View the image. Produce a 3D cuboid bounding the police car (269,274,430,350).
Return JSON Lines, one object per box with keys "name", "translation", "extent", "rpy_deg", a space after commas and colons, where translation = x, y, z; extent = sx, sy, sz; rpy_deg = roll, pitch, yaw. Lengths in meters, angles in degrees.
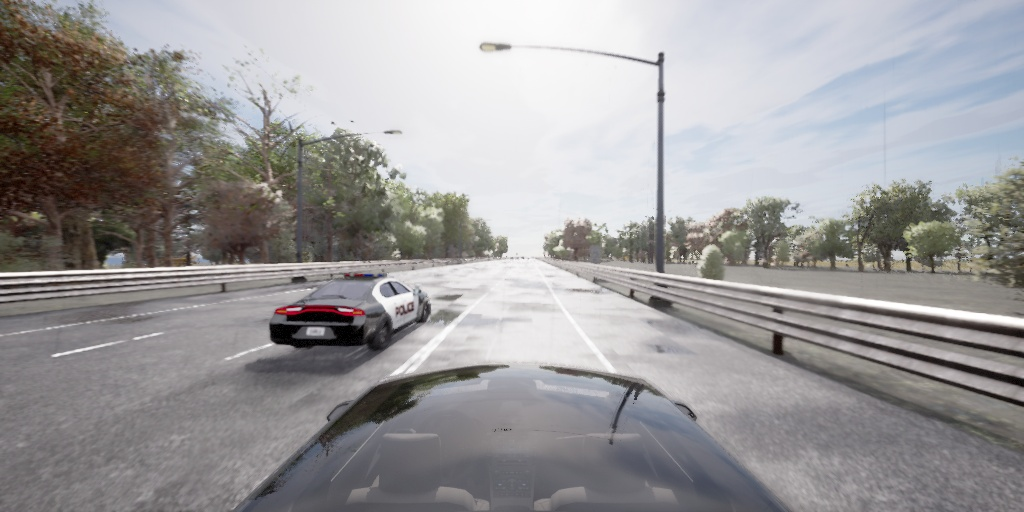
{"name": "police car", "translation": [-3.550, 1.231, 9.116], "extent": [2.038, 1.542, 4.974], "rpy_deg": [0, 0, 3]}
